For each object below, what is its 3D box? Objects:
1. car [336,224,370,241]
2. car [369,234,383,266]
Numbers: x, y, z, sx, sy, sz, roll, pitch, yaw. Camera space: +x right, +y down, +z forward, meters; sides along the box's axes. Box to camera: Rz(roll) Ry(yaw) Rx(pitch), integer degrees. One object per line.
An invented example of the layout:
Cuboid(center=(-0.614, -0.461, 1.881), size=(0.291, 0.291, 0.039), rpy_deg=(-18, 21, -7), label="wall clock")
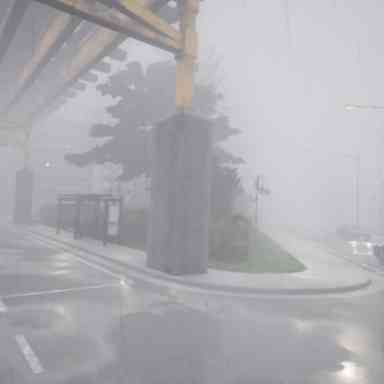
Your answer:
Cuboid(center=(15.487, 3.867, 32.198), size=(2.033, 1.411, 5.357), rpy_deg=(2, -3, 8), label="car")
Cuboid(center=(9.511, 2.738, 14.012), size=(1.895, 1.301, 4.718), rpy_deg=(2, -3, 8), label="car")
